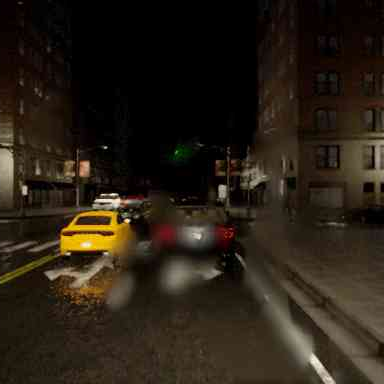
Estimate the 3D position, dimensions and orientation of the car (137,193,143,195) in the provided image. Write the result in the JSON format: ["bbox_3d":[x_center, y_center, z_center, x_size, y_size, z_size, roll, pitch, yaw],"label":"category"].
[{"bbox_3d":[-9.737,1.233,58.832,2.150,2.045,5.566,0,0,0],"label":"car"}]

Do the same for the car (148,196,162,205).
[{"bbox_3d":[-6.488,1.489,58.899,1.882,1.535,5.008,0,0,0],"label":"car"}]

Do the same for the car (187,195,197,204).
[{"bbox_3d":[0.014,1.489,67.525,1.882,1.535,5.008,0,0,0],"label":"car"}]

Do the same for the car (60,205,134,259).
[{"bbox_3d":[-3.498,1.482,12.719,1.882,1.535,5.008,0,0,-6],"label":"car"}]

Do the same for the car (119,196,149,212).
[{"bbox_3d":[-6.587,1.558,38.449,2.033,1.411,5.357,0,0,0],"label":"car"}]

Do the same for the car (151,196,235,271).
[{"bbox_3d":[0.126,1.225,11.064,2.150,2.045,5.566,0,0,0],"label":"car"}]

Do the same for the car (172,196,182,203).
[{"bbox_3d":[-3.235,1.536,72.109,1.812,1.442,4.674,0,0,0],"label":"car"}]

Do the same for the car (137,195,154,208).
[{"bbox_3d":[-6.548,1.559,48.523,2.033,1.411,5.357,0,0,0],"label":"car"}]

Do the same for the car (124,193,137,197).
[{"bbox_3d":[-9.798,1.363,48.430,2.097,1.767,4.553,0,0,0],"label":"car"}]

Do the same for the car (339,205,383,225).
[{"bbox_3d":[12.782,1.612,23.741,4.181,1.385,1.994,0,0,0],"label":"car"}]

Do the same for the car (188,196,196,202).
[{"bbox_3d":[0.016,1.553,79.302,1.895,1.301,4.718,0,0,0],"label":"car"}]

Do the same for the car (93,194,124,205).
[{"bbox_3d":[-9.843,1.232,38.869,2.150,2.045,5.566,0,0,-1],"label":"car"}]
